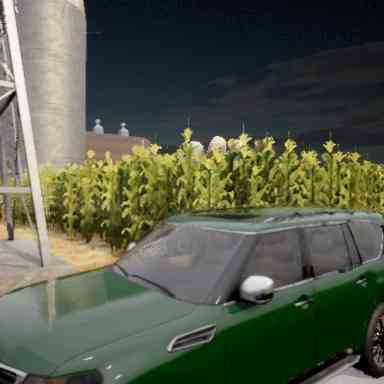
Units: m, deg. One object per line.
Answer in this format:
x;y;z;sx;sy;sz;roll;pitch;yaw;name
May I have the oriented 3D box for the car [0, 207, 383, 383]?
0.527;1.242;4.030;5.566;2.045;2.150;1;0;-36;car
